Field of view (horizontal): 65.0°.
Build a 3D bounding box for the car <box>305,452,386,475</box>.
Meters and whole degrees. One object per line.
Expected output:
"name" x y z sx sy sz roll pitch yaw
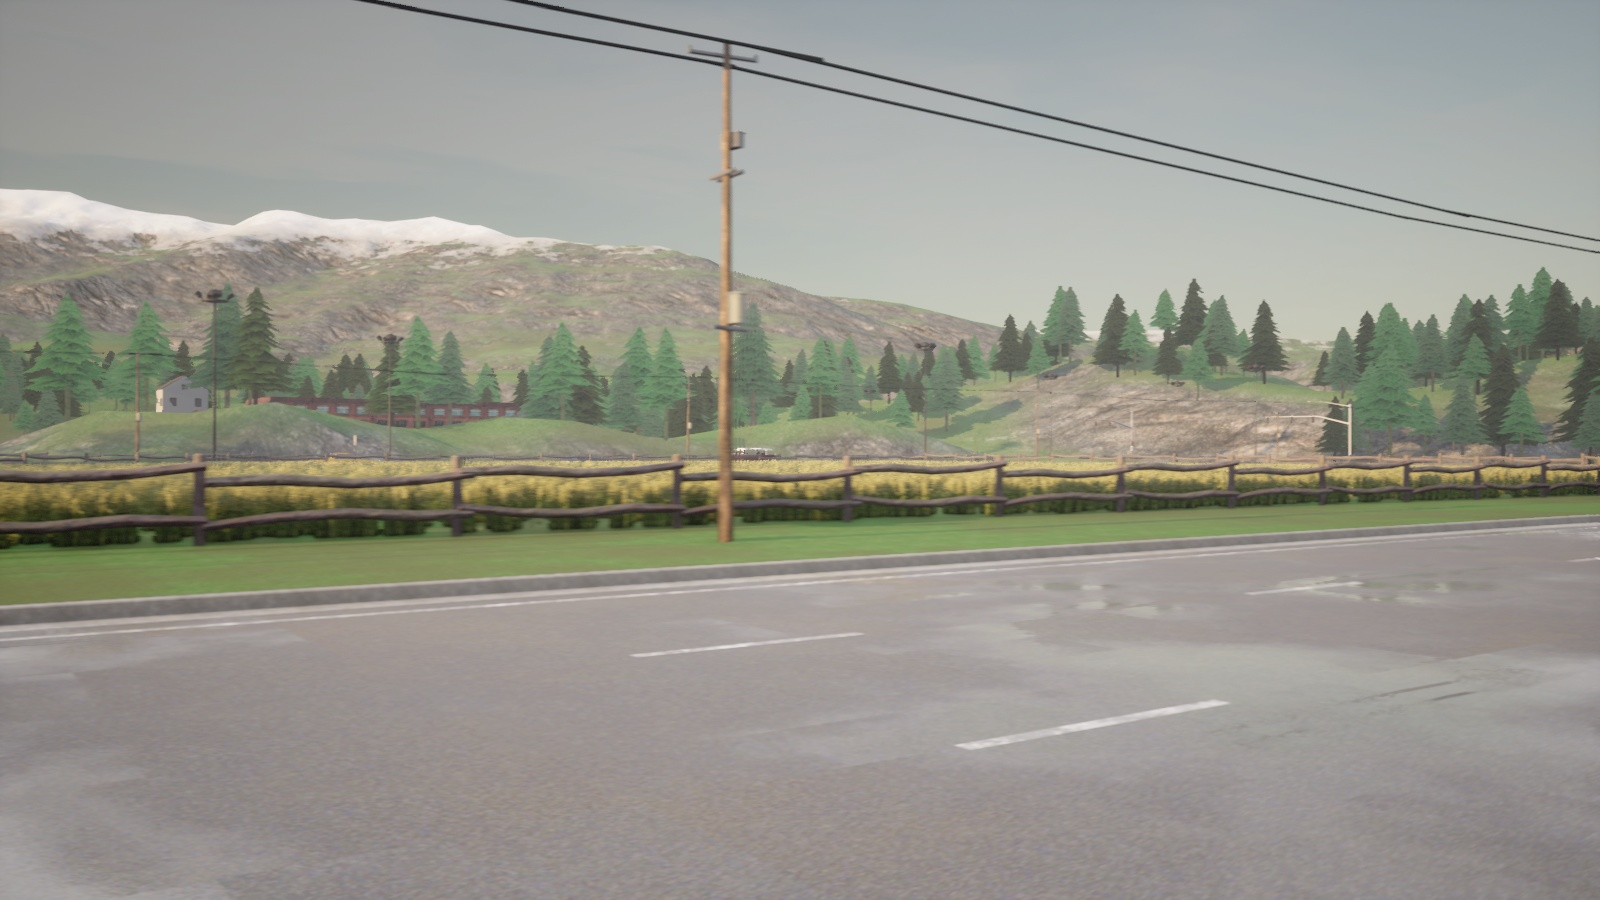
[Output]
"car" -33.778 0.987 93.428 5.366 1.575 1.801 0 0 -35
